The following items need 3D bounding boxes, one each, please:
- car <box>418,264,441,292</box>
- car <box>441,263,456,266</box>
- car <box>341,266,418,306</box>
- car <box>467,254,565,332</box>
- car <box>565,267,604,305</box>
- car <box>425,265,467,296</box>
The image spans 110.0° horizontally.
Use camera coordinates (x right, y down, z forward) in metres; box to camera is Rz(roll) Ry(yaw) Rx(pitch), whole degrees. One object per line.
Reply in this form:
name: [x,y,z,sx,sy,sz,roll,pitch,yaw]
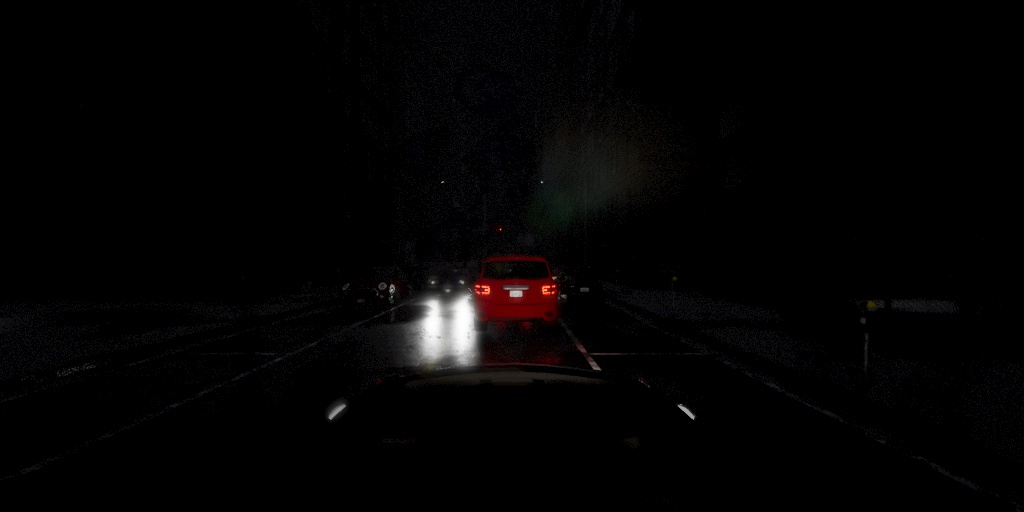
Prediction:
car: [-5.756,1.319,21.166,1.948,1.339,4.313,0,0,0]
car: [-5.754,1.306,26.671,2.007,1.370,4.403,0,0,0]
car: [-5.759,1.192,15.661,1.967,1.591,4.097,0,0,0]
car: [0.106,0.972,11.019,2.150,2.045,5.566,0,0,0]
car: [2.767,1.318,15.657,1.948,1.339,4.313,0,0,0]
car: [-3.074,1.354,19.387,1.895,1.301,4.718,0,0,0]
